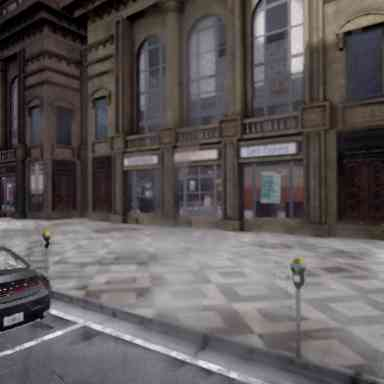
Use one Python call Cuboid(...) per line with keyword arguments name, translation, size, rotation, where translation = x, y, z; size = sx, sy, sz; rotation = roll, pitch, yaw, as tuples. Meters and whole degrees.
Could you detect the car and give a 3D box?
Cuboid(name="car", translation=(-4.331, 1.610, 6.042), size=(4.403, 1.369, 2.008), rotation=(-1, 0, 35))
